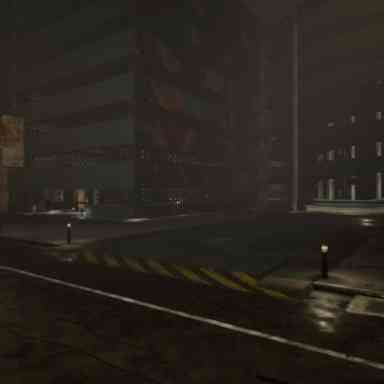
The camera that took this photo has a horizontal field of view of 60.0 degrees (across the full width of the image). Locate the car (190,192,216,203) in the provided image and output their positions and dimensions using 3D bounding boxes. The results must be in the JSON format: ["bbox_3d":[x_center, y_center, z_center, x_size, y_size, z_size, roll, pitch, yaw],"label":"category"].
[{"bbox_3d":[1.963,1.088,62.970,5.566,2.045,2.435,0,0,35],"label":"car"}]

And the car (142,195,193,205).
[{"bbox_3d":[-2.681,1.358,34.464,4.674,1.452,2.002,0,0,35],"label":"car"}]

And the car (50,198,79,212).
[{"bbox_3d":[-15.025,1.472,38.119,4.786,1.482,2.161,0,0,35],"label":"car"}]

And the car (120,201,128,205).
[{"bbox_3d":[-8.006,1.521,47.365,4.718,1.301,1.895,0,0,35],"label":"car"}]
